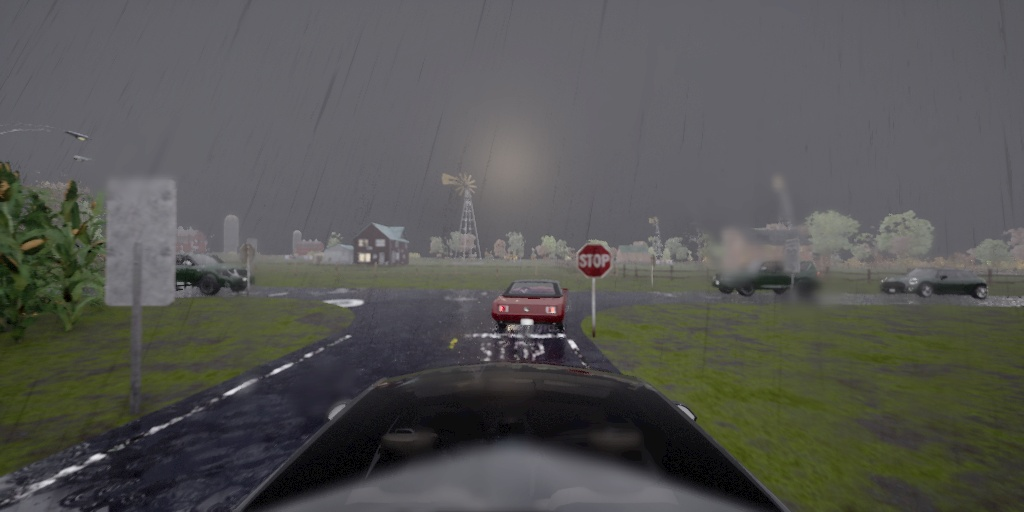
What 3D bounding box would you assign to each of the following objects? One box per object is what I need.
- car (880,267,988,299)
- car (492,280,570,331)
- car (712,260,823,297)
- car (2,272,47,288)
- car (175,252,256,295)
[{"bbox_3d":[24.478,1.513,20.931,4.553,1.767,2.097,1,-1,0],"label":"car"},{"bbox_3d":[0.796,1.384,11.248,1.895,1.301,4.718,0,0,11],"label":"car"},{"bbox_3d":[14.794,1.262,20.901,5.566,2.045,2.150,1,-1,0],"label":"car"},{"bbox_3d":[-25.947,1.039,17.824,4.181,1.385,1.994,1,-1,0],"label":"car"},{"bbox_3d":[-15.961,0.821,17.845,5.566,2.045,2.150,1,-1,1],"label":"car"}]
